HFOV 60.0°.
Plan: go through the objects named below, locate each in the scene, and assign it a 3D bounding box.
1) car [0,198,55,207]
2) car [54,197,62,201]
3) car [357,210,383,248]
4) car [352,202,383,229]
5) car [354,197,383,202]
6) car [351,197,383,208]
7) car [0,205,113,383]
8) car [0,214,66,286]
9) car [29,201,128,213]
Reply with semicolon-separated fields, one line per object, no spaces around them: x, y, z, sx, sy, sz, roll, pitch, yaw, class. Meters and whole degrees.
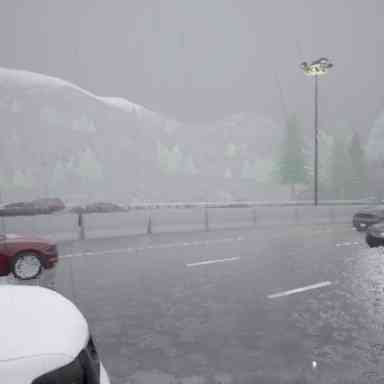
-13.071;1.431;24.567;4.892;1.490;1.837;0;0;-34;car
-13.206;1.269;28.662;4.553;1.767;2.097;0;0;-33;car
8.901;1.545;13.267;4.181;1.385;1.994;0;0;-30;car
11.015;1.477;18.415;4.892;1.490;1.837;0;0;-28;car
23.366;1.496;43.274;4.181;1.385;1.994;0;0;-20;car
25.726;1.472;47.880;5.357;1.411;2.033;0;0;-19;car
-3.163;1.213;1.450;5.566;2.045;2.150;0;0;-36;car
-5.905;1.451;8.044;5.008;1.535;1.882;0;0;-35;car
-6.768;1.491;20.411;5.357;1.411;2.033;0;0;-33;car
